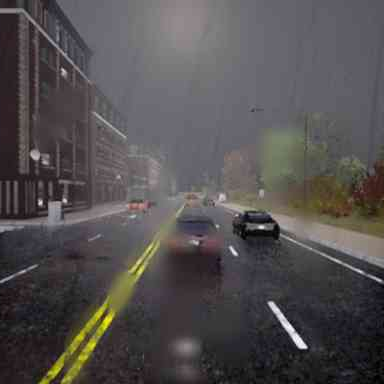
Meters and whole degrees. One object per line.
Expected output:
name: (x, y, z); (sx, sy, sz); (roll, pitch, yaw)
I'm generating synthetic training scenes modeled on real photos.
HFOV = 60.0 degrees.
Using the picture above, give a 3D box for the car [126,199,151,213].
car: (-6.593, 1.608, 40.030); (2.097, 1.767, 4.553); (0, 0, 0)

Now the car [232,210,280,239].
car: (3.343, 1.679, 18.006); (1.994, 1.385, 4.181); (0, 0, 0)

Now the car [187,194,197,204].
car: (-0.001, 1.529, 72.661); (2.150, 2.045, 5.566); (0, 0, 0)

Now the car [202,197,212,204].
car: (3.249, 1.828, 72.628); (1.812, 1.442, 4.674); (0, 0, 0)

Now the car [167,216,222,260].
car: (0.087, 1.626, 12.718); (2.033, 1.411, 5.357); (0, 0, 0)

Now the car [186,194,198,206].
car: (0.000, 1.756, 62.594); (2.097, 1.767, 4.553); (0, 0, 0)

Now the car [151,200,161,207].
car: (-6.556, 1.969, 57.112); (1.895, 1.301, 4.718); (0, 0, 0)

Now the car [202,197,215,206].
car: (3.250, 1.968, 62.623); (1.994, 1.385, 4.181); (0, 0, 0)
